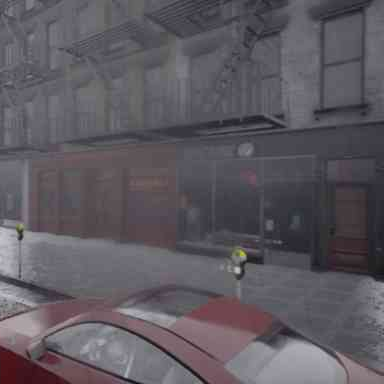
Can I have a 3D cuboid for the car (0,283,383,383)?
[{"bbox_3d":[-0.397,1.565,3.068,4.206,1.307,1.802,1,0,35],"label":"car"}]
